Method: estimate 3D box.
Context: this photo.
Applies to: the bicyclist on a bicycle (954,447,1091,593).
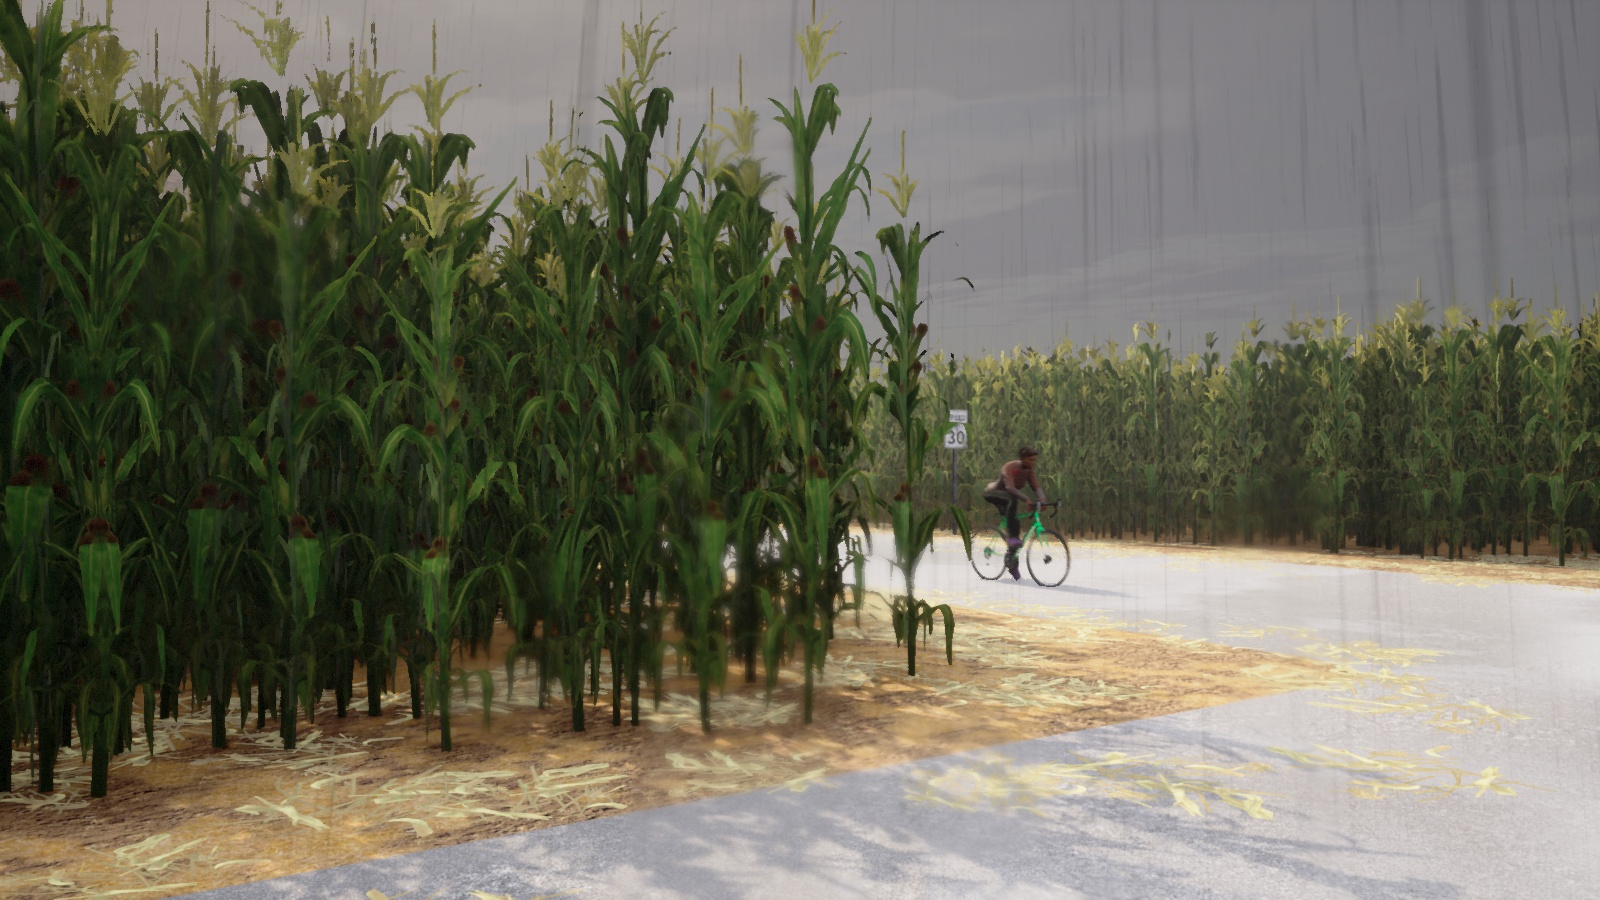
[{"bbox_3d":[2.583,0.771,14.738,0.582,1.620,1.656,0,0,-35],"label":"bicyclist on a bicycle"}]
